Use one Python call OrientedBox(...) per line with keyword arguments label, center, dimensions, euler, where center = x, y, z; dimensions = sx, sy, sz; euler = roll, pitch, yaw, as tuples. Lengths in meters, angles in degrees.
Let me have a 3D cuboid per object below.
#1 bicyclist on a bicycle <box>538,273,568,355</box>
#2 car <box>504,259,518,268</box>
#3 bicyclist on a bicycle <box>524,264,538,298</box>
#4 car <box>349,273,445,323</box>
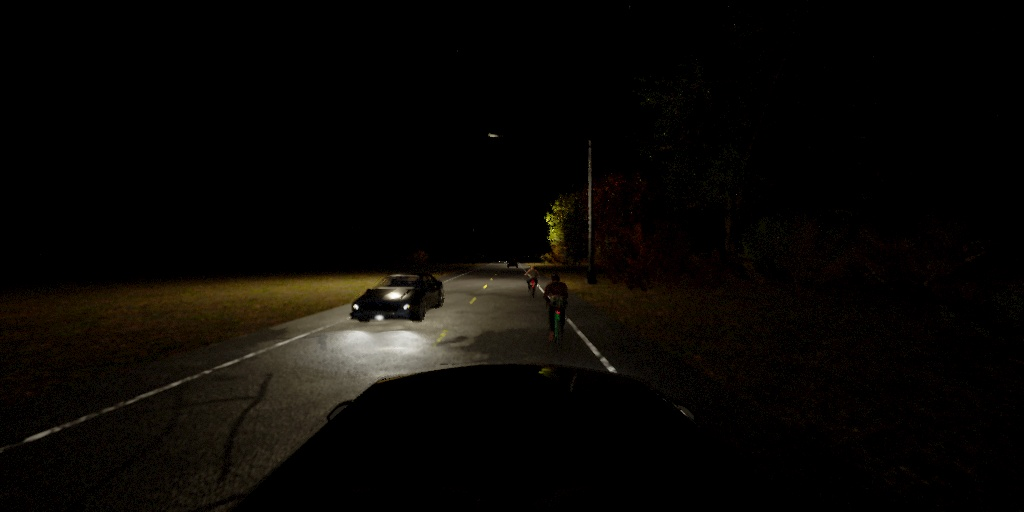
OrientedBox(label="bicyclist on a bicycle", center=(0.964, 1.203, 7.770), dimensions=(0.582, 1.620, 1.656), euler=(0, 0, 0))
OrientedBox(label="car", center=(0.110, 1.301, 62.955), dimensions=(2.033, 1.411, 5.357), euler=(0, 0, 0))
OrientedBox(label="bicyclist on a bicycle", center=(1.000, 1.187, 17.561), dimensions=(0.866, 1.612, 1.509), euler=(0, 0, 0))
OrientedBox(label="car", center=(-3.598, 1.298, 12.394), dimensions=(2.033, 1.411, 5.357), euler=(0, 0, 0))
